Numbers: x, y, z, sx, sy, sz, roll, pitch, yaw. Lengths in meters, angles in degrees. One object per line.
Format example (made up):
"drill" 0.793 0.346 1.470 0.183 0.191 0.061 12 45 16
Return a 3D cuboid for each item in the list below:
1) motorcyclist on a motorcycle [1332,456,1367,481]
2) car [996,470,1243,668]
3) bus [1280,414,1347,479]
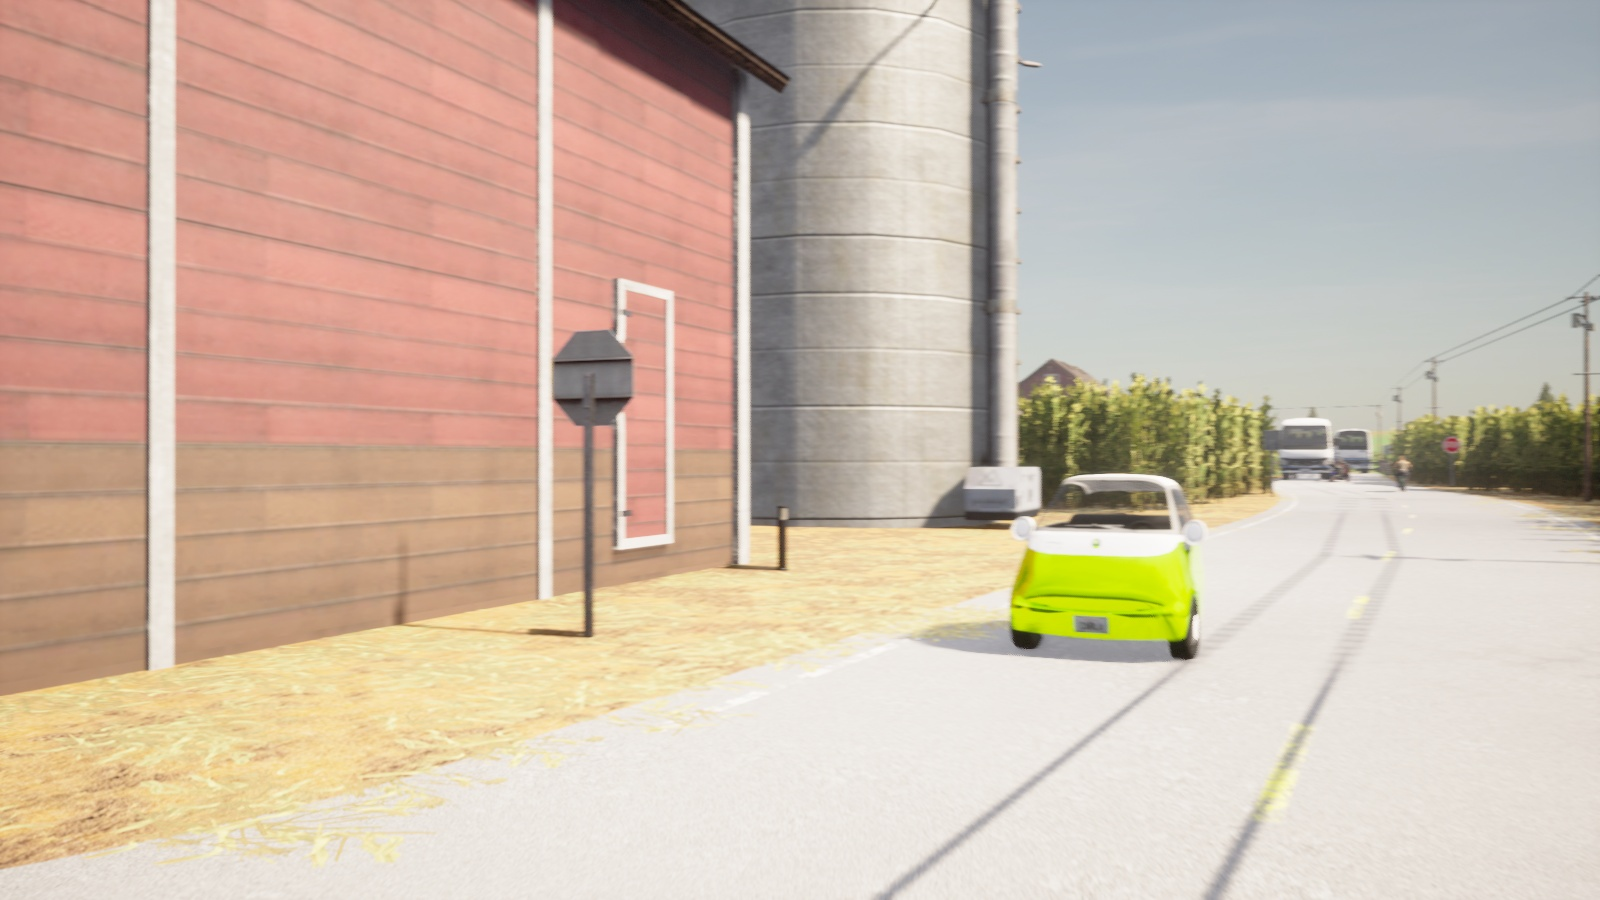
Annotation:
"motorcyclist on a motorcycle" 33.745 1.132 77.159 2.191 1.530 0.866 0 -2 -34
"car" 2.650 0.859 10.163 1.481 1.376 2.207 -1 -1 27
"bus" 35.854 -0.219 87.447 3.944 4.253 10.273 -1 0 24
